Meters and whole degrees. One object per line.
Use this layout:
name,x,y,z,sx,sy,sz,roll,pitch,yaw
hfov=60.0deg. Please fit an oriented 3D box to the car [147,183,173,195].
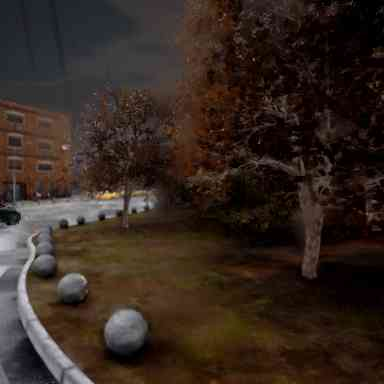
car,-6.476,-0.686,68.347,2.435,2.045,5.566,-1,3,28

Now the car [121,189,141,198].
car,-11.798,0.207,58.378,1.946,1.575,5.366,-1,3,28

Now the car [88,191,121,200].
car,-14.404,0.525,53.518,1.946,1.575,5.366,-1,3,28

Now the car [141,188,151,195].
car,-9.201,-0.107,63.244,1.946,1.575,5.366,-1,3,28

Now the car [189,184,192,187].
car,-1.278,-1.035,78.092,2.163,1.488,4.792,-1,3,28

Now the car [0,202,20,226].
car,-13.680,1.412,21.643,2.150,2.045,5.566,-1,0,6
